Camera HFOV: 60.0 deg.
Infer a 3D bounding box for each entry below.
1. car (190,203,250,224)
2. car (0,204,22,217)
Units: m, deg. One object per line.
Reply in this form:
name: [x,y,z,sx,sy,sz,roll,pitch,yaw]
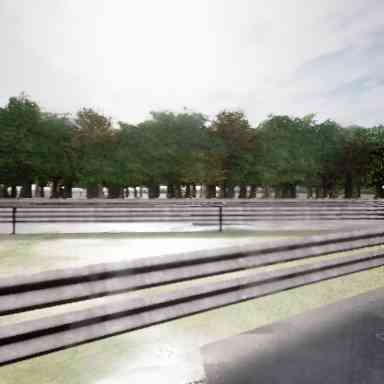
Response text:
car: [1.981,1.459,23.677,4.181,1.385,1.994,0,0,-8]
car: [-17.170,1.428,28.481,4.718,1.301,1.895,0,0,-6]
